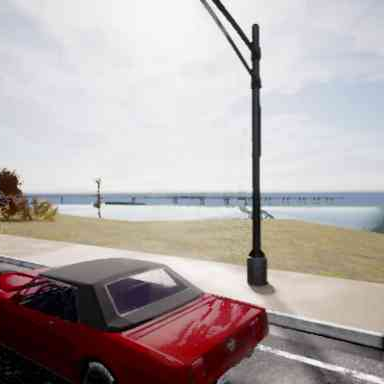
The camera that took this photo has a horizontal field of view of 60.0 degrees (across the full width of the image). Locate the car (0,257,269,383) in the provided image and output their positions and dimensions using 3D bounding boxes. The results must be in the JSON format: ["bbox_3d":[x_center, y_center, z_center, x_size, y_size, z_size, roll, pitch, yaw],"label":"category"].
[{"bbox_3d":[-1.473,1.637,4.735,4.718,1.301,1.895,-1,0,35],"label":"car"}]
